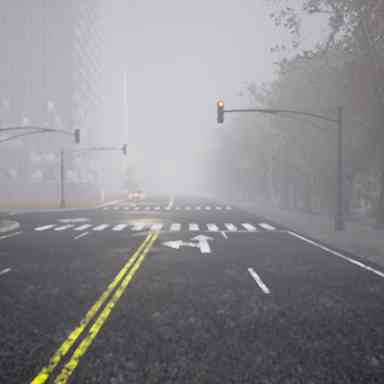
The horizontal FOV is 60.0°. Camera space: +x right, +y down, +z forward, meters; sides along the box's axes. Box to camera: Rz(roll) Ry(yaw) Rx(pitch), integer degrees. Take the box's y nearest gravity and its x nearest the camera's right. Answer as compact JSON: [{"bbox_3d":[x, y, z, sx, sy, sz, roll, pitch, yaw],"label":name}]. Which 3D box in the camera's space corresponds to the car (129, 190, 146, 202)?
[{"bbox_3d":[-7.744,0.476,47.480,2.097,1.767,4.553,0,0,-3],"label":"car"}]
